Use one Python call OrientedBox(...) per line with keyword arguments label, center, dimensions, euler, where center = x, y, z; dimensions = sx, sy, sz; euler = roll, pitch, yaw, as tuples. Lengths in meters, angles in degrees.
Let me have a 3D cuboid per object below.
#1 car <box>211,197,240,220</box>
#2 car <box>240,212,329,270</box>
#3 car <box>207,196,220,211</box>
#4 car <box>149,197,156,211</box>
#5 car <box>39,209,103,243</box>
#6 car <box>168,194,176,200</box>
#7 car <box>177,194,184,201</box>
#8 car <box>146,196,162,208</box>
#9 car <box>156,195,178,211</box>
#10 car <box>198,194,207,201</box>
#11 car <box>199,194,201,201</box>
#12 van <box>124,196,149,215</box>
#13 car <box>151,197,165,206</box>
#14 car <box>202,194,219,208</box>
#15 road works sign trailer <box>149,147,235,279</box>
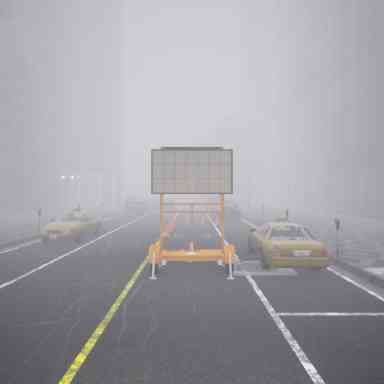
OrientedBox(label="car", center=(2.859, 1.430, 27.567), dimensions=(1.967, 1.590, 4.097), euler=(0, 0, 0))
OrientedBox(label="car", center=(2.866, 1.520, 10.851), dimensions=(1.752, 1.417, 4.829), euler=(0, 0, 1))
OrientedBox(label="car", center=(2.860, 1.433, 33.205), dimensions=(1.967, 1.590, 4.097), euler=(0, 0, 0))
OrientedBox(label="car", center=(-5.666, 1.564, 38.860), dimensions=(1.947, 1.339, 4.313), euler=(0, 0, 0))
OrientedBox(label="car", center=(-5.667, 1.519, 16.096), dimensions=(1.752, 1.417, 4.829), euler=(0, 0, 1))
OrientedBox(label="car", center=(-5.667, 1.455, 95.249), dimensions=(2.192, 1.841, 5.009), euler=(0, 0, 0))
OrientedBox(label="car", center=(-2.998, 1.718, 89.390), dimensions=(1.895, 1.301, 4.718), euler=(0, 0, 0))
OrientedBox(label="car", center=(-5.666, 1.457, 50.138), dimensions=(1.967, 1.590, 4.097), euler=(0, 0, 0))
OrientedBox(label="car", center=(-3.100, 1.480, 41.575), dimensions=(1.882, 1.535, 5.008), euler=(0, 0, 0))
OrientedBox(label="car", center=(2.858, 1.433, 89.601), dimensions=(2.192, 1.841, 5.009), euler=(0, 0, 0))
OrientedBox(label="car", center=(2.859, 1.478, 61.403), dimensions=(1.967, 1.590, 4.097), euler=(0, 0, 0))
OrientedBox(label="van", center=(-5.665, 1.334, 33.221), dimensions=(1.690, 1.788, 3.998), euler=(0, 0, 0))
OrientedBox(label="car", center=(-5.666, 1.572, 55.776), dimensions=(1.887, 1.381, 4.507), euler=(0, 0, 0))
OrientedBox(label="car", center=(2.859, 1.322, 44.485), dimensions=(2.192, 1.841, 5.009), euler=(0, 0, 0))
OrientedBox(label="road works sign trailer", center=(0.000, 0.460, 9.960), dimensions=(2.380, 3.560, 2.880), euler=(0, 0, 0))
